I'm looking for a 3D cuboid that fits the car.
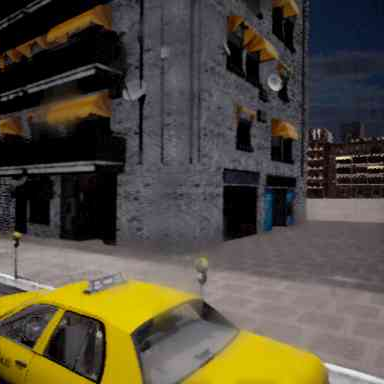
[{"bbox_3d":[-1.089,1.552,3.592,4.829,1.417,1.752,-1,1,36],"label":"car"}]
